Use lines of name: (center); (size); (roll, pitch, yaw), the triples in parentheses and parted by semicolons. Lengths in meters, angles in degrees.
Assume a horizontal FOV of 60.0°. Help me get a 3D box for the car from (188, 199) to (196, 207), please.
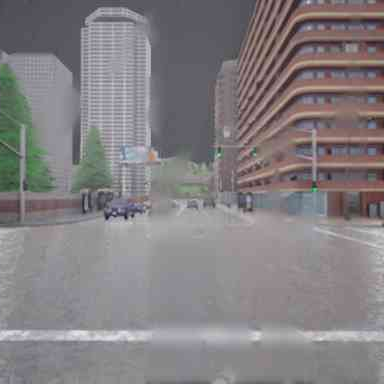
car: (-0.020, 2.411, 73.763); (1.882, 1.535, 5.008); (0, -1, 0)

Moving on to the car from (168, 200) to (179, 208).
car: (-3.541, 2.348, 65.001); (1.812, 1.442, 4.674); (0, -1, 0)

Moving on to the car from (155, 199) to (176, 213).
car: (-3.605, 2.100, 45.336); (1.812, 1.442, 4.674); (0, -1, 0)

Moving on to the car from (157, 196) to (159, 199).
car: (-7.062, 2.146, 62.772); (2.097, 1.767, 4.553); (0, -1, 0)

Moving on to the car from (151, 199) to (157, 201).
car: (-7.107, 2.196, 52.927); (1.812, 1.442, 4.674); (0, -1, 1)

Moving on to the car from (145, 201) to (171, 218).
car: (-3.608, 1.985, 36.240); (1.812, 1.442, 4.674); (0, -1, 0)

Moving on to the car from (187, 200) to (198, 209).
car: (0.084, 2.286, 58.354); (2.033, 1.411, 5.357); (0, -1, 0)

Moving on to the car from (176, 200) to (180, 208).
car: (-3.599, 2.244, 55.046); (2.033, 1.411, 5.357); (0, -1, 0)

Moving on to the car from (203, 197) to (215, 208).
car: (3.481, 2.064, 66.656); (2.150, 2.045, 5.566); (0, -1, 0)

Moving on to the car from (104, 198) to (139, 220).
car: (-7.110, 1.643, 33.188); (2.150, 2.045, 5.566); (0, -1, 0)

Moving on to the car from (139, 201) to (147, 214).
car: (-7.112, 2.097, 43.433); (2.033, 1.411, 5.357); (0, -1, 0)

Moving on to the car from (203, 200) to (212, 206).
car: (3.478, 2.540, 76.217); (1.895, 1.301, 4.718); (0, -1, 0)

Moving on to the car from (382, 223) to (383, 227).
car: (15.026, 1.761, 21.214); (5.357, 1.411, 2.033); (0, -1, -12)
